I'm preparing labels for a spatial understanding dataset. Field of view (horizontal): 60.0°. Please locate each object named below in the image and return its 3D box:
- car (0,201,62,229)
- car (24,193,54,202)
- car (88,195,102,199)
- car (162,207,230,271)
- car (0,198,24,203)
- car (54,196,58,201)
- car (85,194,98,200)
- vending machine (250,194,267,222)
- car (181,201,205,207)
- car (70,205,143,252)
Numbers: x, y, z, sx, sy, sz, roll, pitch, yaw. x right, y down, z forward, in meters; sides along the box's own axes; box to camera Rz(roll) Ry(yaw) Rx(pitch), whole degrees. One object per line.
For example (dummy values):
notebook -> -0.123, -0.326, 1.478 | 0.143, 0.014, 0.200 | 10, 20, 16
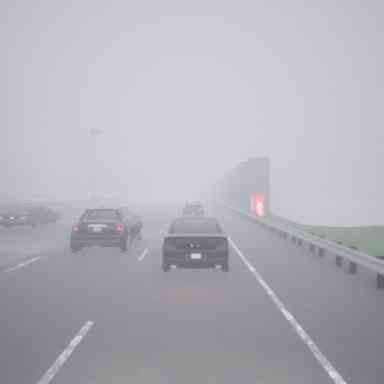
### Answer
car -> -10.394, 1.557, 21.706 | 2.033, 1.411, 5.357 | 0, 0, 0
car -> -24.419, 1.243, 52.127 | 2.150, 2.045, 5.566 | 0, 0, 2
car -> -20.435, 1.385, 70.472 | 2.097, 1.767, 4.553 | 0, 0, 1
car -> 0.103, 1.482, 10.944 | 1.882, 1.535, 5.008 | 0, 0, 0
car -> -27.946, 1.570, 49.889 | 2.033, 1.411, 5.357 | 0, 0, 1
car -> -30.898, 1.557, 72.136 | 2.128, 1.511, 4.902 | 0, 0, 1
car -> -27.321, 1.431, 90.936 | 2.128, 1.511, 4.902 | 0, 0, 0
vending machine -> 5.006, 1.205, 25.204 | 1.100, 2.100, 0.880 | 0, 0, 0
car -> 0.107, 1.504, 29.126 | 2.128, 1.511, 4.902 | 0, 0, 0
car -> -3.395, 1.358, 14.018 | 2.097, 1.767, 4.553 | 0, 0, 0
